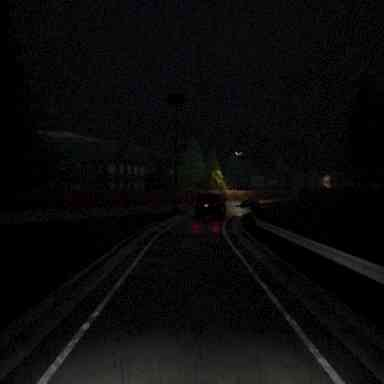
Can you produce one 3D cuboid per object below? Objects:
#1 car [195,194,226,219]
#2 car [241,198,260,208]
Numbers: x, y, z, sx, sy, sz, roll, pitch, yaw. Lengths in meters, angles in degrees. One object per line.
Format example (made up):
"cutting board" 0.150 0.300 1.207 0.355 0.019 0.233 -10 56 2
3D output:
"car" 1.681 1.205 29.296 2.150 2.045 5.566 0 0 11
"car" 8.521 1.536 48.162 1.994 1.385 4.181 0 0 26
